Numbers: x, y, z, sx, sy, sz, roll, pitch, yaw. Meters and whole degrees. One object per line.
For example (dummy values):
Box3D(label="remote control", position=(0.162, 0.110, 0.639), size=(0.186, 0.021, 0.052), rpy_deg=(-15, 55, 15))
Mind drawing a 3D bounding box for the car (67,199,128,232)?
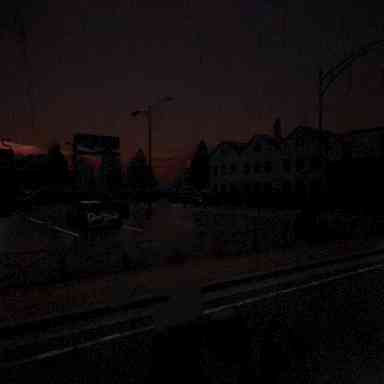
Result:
Box3D(label="car", position=(-5.315, 1.248, 17.892), size=(1.970, 1.475, 3.806), rpy_deg=(0, 0, -36))

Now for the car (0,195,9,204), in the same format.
Box3D(label="car", position=(-39.205, 1.495, 66.104), size=(4.611, 1.667, 2.242), rpy_deg=(0, 0, -36))

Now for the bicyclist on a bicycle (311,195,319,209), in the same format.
Box3D(label="bicyclist on a bicycle", position=(13.660, 1.124, 36.837), size=(1.656, 1.620, 0.582), rpy_deg=(0, 0, -35))

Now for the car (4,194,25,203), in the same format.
Box3D(label="car", position=(-38.979, 1.328, 73.232), size=(3.866, 1.878, 1.905), rpy_deg=(0, 0, -36))

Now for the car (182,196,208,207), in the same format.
Box3D(label="car", position=(0.443, 1.349, 48.858), size=(1.812, 1.442, 4.674), rpy_deg=(0, 0, -35))

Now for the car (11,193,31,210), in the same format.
Box3D(label="car", position=(-19.835, 1.092, 38.155), size=(1.905, 1.878, 3.866), rpy_deg=(0, 0, -36))

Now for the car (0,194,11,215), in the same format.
Box3D(label="car", position=(-17.921, 1.113, 29.845), size=(1.932, 1.855, 4.605), rpy_deg=(0, 0, -36))
